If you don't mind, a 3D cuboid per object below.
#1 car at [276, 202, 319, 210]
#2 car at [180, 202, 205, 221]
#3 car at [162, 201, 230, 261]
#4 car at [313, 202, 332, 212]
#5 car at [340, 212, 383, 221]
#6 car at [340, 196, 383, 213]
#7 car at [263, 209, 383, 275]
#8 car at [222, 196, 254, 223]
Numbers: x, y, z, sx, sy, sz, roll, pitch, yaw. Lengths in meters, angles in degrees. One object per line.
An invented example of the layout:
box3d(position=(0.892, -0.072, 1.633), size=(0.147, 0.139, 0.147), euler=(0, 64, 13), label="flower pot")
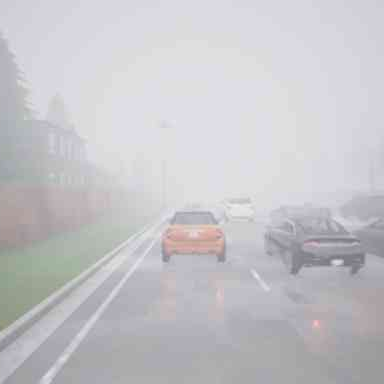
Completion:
box3d(position=(7.046, 1.616, 24.193), size=(2.033, 1.411, 5.357), euler=(0, 0, 0), label="car")
box3d(position=(0.076, 1.645, 28.579), size=(1.994, 1.385, 4.181), euler=(0, 0, 0), label="car")
box3d(position=(0.070, 1.387, 12.622), size=(2.097, 1.767, 4.553), euler=(0, 0, 0), label="car")
box3d(position=(10.577, 1.608, 28.938), size=(1.812, 1.442, 4.674), euler=(0, 0, 0), label="car")
box3d(position=(7.062, 1.595, 11.403), size=(1.994, 1.385, 4.181), euler=(0, 0, 0), label="car")
box3d(position=(14.066, 1.299, 26.921), size=(2.150, 2.045, 5.566), euler=(0, 0, 0), label="car")
box3d(position=(3.557, 1.521, 10.523), size=(2.128, 1.511, 4.902), euler=(0, 0, 0), label="car")
box3d(position=(3.566, 1.300, 26.821), size=(2.150, 2.045, 5.566), euler=(0, 0, 0), label="car")
